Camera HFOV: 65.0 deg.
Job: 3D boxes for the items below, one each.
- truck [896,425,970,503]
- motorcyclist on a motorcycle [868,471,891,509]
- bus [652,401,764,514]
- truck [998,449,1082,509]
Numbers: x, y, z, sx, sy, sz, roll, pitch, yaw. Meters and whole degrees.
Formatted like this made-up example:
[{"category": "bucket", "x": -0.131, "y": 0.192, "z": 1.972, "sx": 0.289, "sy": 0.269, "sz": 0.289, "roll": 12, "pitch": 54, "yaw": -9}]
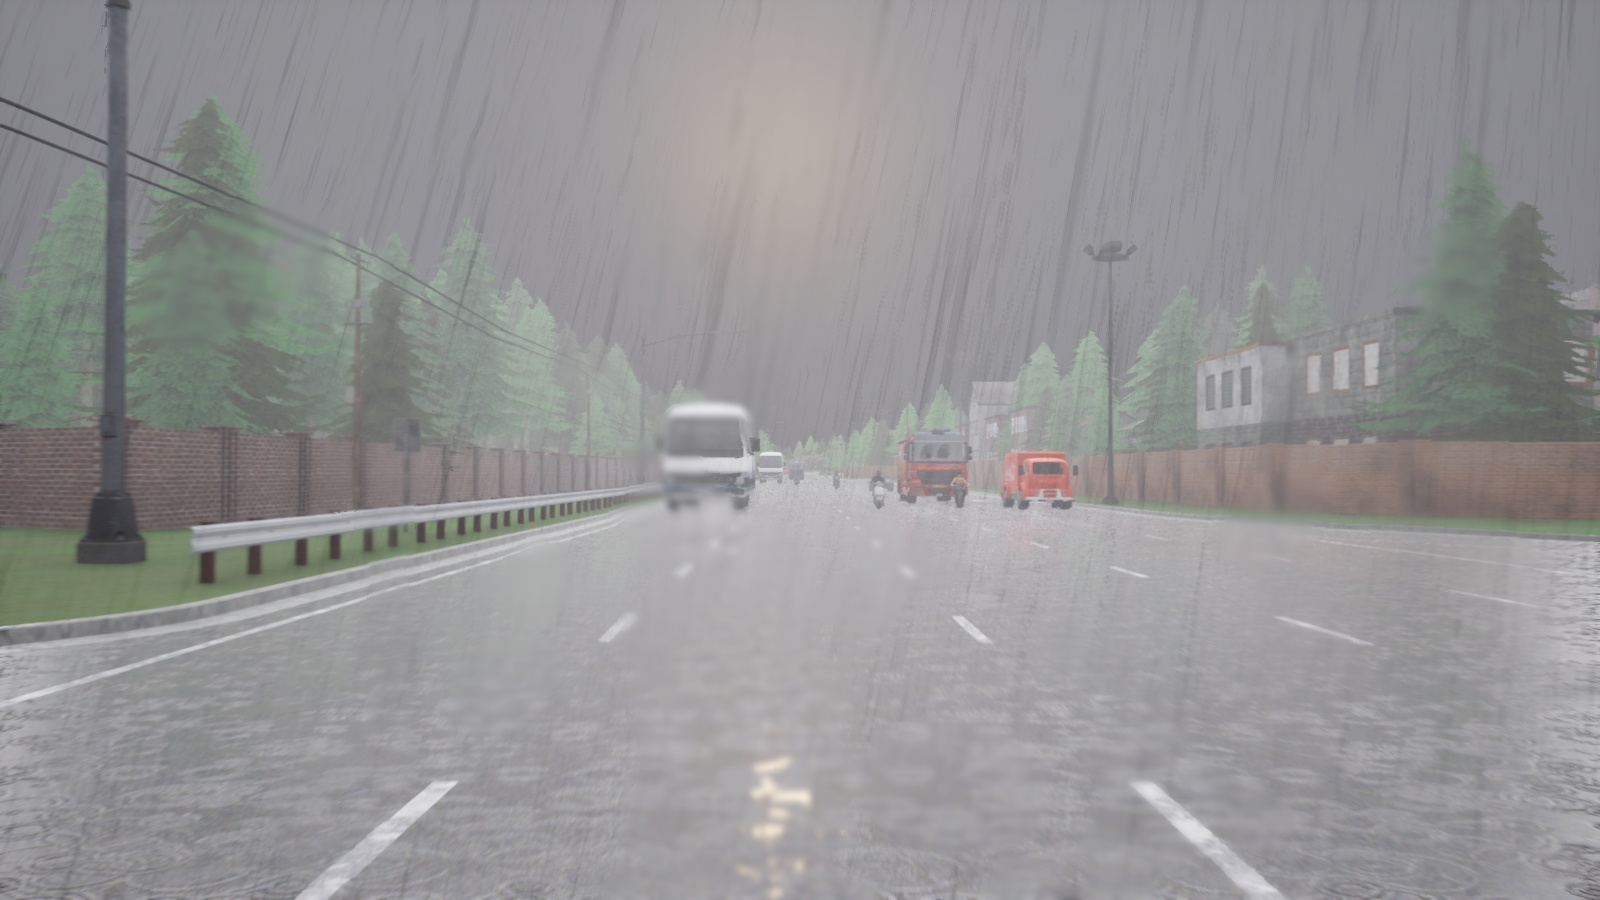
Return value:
[{"category": "truck", "x": 6.835, "y": 0.760, "z": 65.661, "sx": 2.891, "sy": 3.827, "sz": 8.468, "roll": 0, "pitch": -1, "yaw": 0}, {"category": "motorcyclist on a motorcycle", "x": 3.369, "y": 1.680, "z": 53.407, "sx": 0.866, "sy": 1.590, "sz": 1.817, "roll": 0, "pitch": -1, "yaw": 0}, {"category": "bus", "x": -3.634, "y": 0.363, "z": 52.515, "sx": 3.944, "sy": 4.253, "sz": 10.273, "roll": 0, "pitch": -1, "yaw": 0}, {"category": "truck", "x": 10.364, "y": 1.234, "z": 54.695, "sx": 2.627, "sy": 2.467, "sz": 5.204, "roll": 0, "pitch": -1, "yaw": 0}]
